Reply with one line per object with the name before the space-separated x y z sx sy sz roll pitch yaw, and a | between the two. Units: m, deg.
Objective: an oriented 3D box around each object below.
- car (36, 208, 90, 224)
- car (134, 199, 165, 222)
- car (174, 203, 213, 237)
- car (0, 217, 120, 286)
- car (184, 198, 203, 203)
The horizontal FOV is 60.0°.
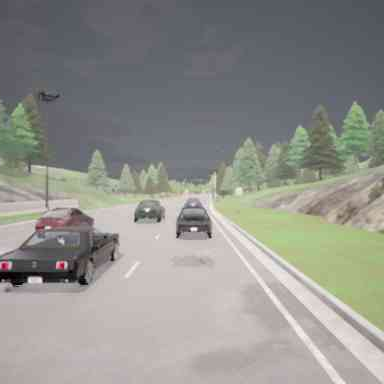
car | -6.901 1.580 18.260 1.812 1.442 4.674 0 0 0
car | -3.402 1.434 27.388 2.097 1.767 4.553 0 0 0
car | 0.094 1.561 18.462 1.837 1.490 4.892 0 0 0
car | -3.400 1.629 9.443 1.895 1.301 4.718 0 0 0
car | 0.155 1.467 38.077 2.097 1.767 4.553 0 0 1
